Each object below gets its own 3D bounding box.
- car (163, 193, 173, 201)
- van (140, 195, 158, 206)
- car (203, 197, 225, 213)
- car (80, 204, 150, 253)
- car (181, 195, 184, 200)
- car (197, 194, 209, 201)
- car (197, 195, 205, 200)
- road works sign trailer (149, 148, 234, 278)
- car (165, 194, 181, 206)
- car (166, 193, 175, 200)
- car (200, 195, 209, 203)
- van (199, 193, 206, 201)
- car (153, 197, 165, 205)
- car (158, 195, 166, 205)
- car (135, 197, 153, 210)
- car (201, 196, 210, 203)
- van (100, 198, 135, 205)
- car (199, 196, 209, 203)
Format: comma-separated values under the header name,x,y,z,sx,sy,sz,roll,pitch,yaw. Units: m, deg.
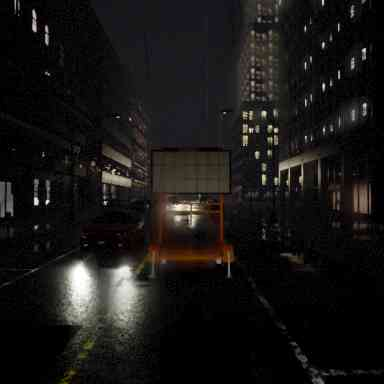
name,x,y,z,sx,sy,sz,roll,pitch,yaw
car,-5.874,1.231,82.199,2.192,1.841,5.009,1,0,0
van,-5.777,1.320,42.307,1.690,1.788,3.998,1,0,0
car,2.614,1.536,36.514,2.008,1.369,4.403,1,0,0
car,-3.135,1.476,13.995,1.882,1.535,5.008,0,0,0
car,-3.222,1.465,89.802,1.994,1.385,4.181,0,0,0
car,2.548,1.262,65.004,2.192,1.841,5.009,1,0,0
car,2.463,1.471,87.796,1.947,1.339,4.313,1,0,0
road works sign trailer,-0.025,0.465,10.128,2.380,3.560,2.880,0,0,0
car,-3.225,1.489,54.618,1.812,1.442,4.674,0,0,0
car,-5.902,1.208,93.595,2.192,1.841,5.009,1,0,0
car,2.586,1.517,47.910,1.887,1.381,4.507,1,0,0
van,2.515,1.257,82.098,1.690,1.788,3.998,1,0,0
car,-5.823,1.538,59.402,1.802,1.307,4.206,1,0,0
car,-5.809,1.515,53.705,2.008,1.369,4.403,1,0,0
car,-5.767,1.551,36.610,1.947,1.339,4.313,1,0,0
car,2.600,1.530,42.211,2.008,1.369,4.403,1,0,0
van,-5.734,1.334,25.209,1.690,1.788,3.998,1,0,0
car,2.529,1.488,70.702,2.008,1.369,4.403,1,0,0
